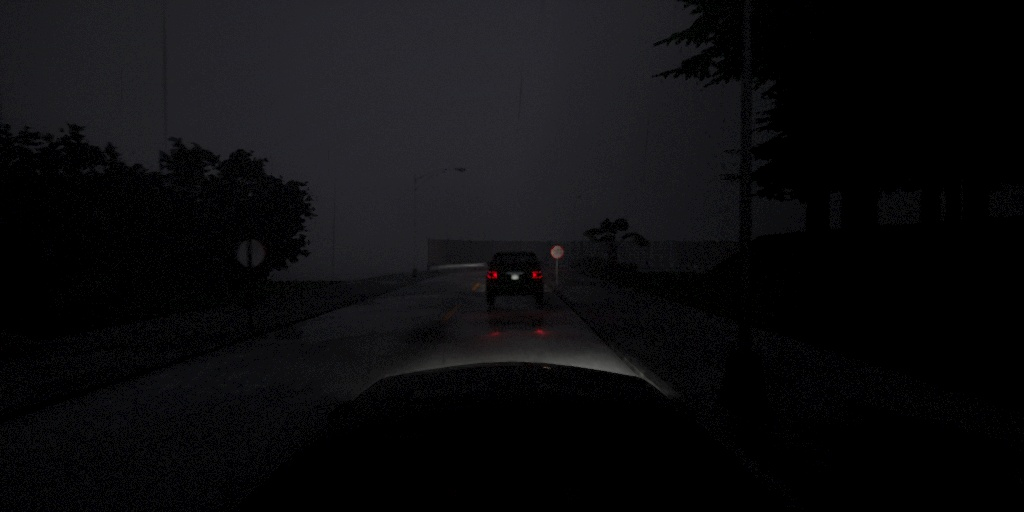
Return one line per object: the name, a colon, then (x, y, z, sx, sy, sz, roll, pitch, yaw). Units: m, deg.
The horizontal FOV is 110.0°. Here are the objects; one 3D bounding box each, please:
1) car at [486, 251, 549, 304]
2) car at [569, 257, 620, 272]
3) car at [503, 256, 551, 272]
car: (0.101, 0.786, 15.116, 2.150, 2.045, 5.566, 0, 1, 0)
car: (7.977, 0.802, 34.605, 4.892, 1.490, 1.837, 0, -3, -5)
car: (1.570, 0.791, 36.688, 4.674, 1.442, 1.812, 0, 1, -28)
